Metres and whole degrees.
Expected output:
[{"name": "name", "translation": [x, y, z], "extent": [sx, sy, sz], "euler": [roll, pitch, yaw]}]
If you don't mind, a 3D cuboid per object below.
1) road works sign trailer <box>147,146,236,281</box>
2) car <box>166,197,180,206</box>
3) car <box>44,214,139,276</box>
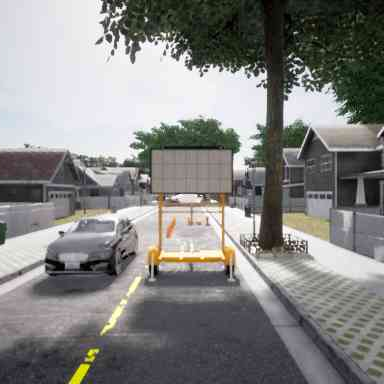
[{"name": "road works sign trailer", "translation": [-0.007, 0.462, 9.785], "extent": [2.380, 3.560, 2.880], "euler": [0, 0, 0]}, {"name": "car", "translation": [-2.910, 1.504, 52.172], "extent": [1.994, 1.385, 4.181], "euler": [0, 0, 0]}, {"name": "car", "translation": [-2.864, 1.489, 10.403], "extent": [2.128, 1.511, 4.902], "euler": [0, 0, 0]}]
